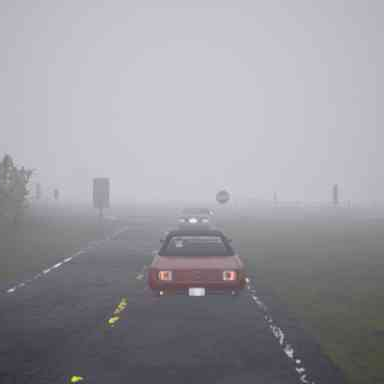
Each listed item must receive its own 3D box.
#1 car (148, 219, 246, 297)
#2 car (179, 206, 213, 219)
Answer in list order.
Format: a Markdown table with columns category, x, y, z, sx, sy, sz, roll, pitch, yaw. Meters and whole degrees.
| category | x | y | z | sx | sy | sz | roll | pitch | yaw |
| --- | --- | --- | --- | --- | --- | --- | --- | --- | --- |
| car | 0.096 | 1.602 | 8.511 | 1.895 | 1.301 | 4.718 | 0 | 0 | 0 |
| car | 0.229 | 1.550 | 19.916 | 2.033 | 1.411 | 5.357 | 0 | 0 | 3 |
